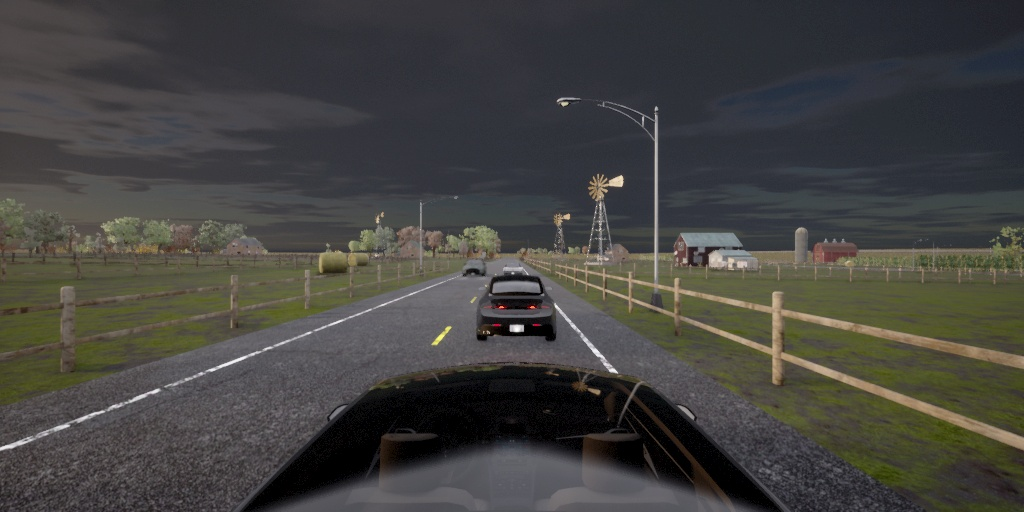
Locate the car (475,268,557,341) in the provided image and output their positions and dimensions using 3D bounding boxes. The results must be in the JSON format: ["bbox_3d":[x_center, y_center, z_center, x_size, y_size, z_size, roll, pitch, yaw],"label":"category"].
[{"bbox_3d":[0.099,1.252,9.851,1.837,1.490,4.892,0,0,0],"label":"car"}]

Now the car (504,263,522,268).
[{"bbox_3d":[0.090,1.340,36.222,1.895,1.301,4.718,0,0,0],"label":"car"}]

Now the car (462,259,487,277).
[{"bbox_3d":[-3.605,1.091,35.168,2.097,1.767,4.553,0,0,0],"label":"car"}]
